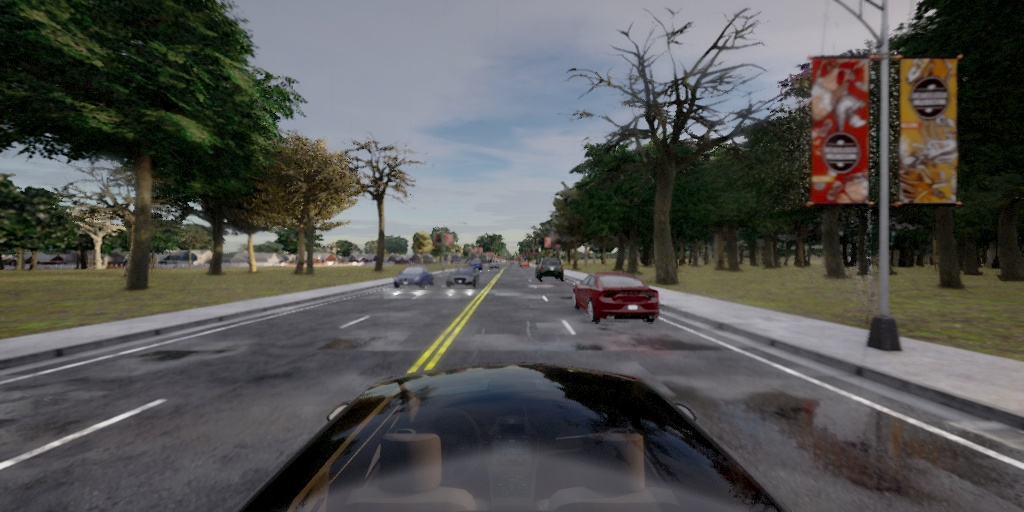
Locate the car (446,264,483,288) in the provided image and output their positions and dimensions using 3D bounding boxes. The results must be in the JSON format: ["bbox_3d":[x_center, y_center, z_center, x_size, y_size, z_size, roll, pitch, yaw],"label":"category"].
[{"bbox_3d":[-3.348,1.464,25.122,1.994,1.385,4.181,0,0,0],"label":"car"}]

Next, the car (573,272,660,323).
[{"bbox_3d":[3.345,1.286,12.385,1.882,1.535,5.008,0,0,0],"label":"car"}]

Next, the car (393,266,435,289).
[{"bbox_3d":[-6.609,1.422,24.631,1.812,1.442,4.674,0,0,0],"label":"car"}]

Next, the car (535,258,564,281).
[{"bbox_3d":[3.350,1.185,32.612,2.150,2.045,5.566,0,-1,0],"label":"car"}]
